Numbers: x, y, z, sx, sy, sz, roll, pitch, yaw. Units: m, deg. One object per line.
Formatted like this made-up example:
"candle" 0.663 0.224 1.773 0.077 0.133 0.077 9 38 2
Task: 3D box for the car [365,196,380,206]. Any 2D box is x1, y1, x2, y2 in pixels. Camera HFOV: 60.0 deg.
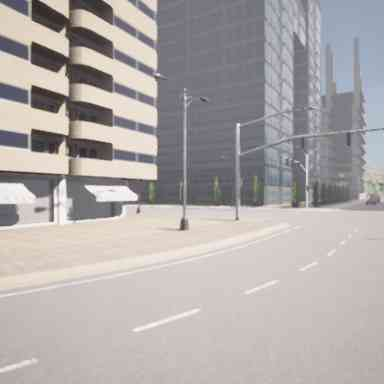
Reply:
"car" 34.271 1.962 63.605 1.895 1.301 4.718 0 0 31

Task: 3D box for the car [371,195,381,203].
"car" 42.679 1.652 77.434 2.150 2.045 5.566 0 0 31
